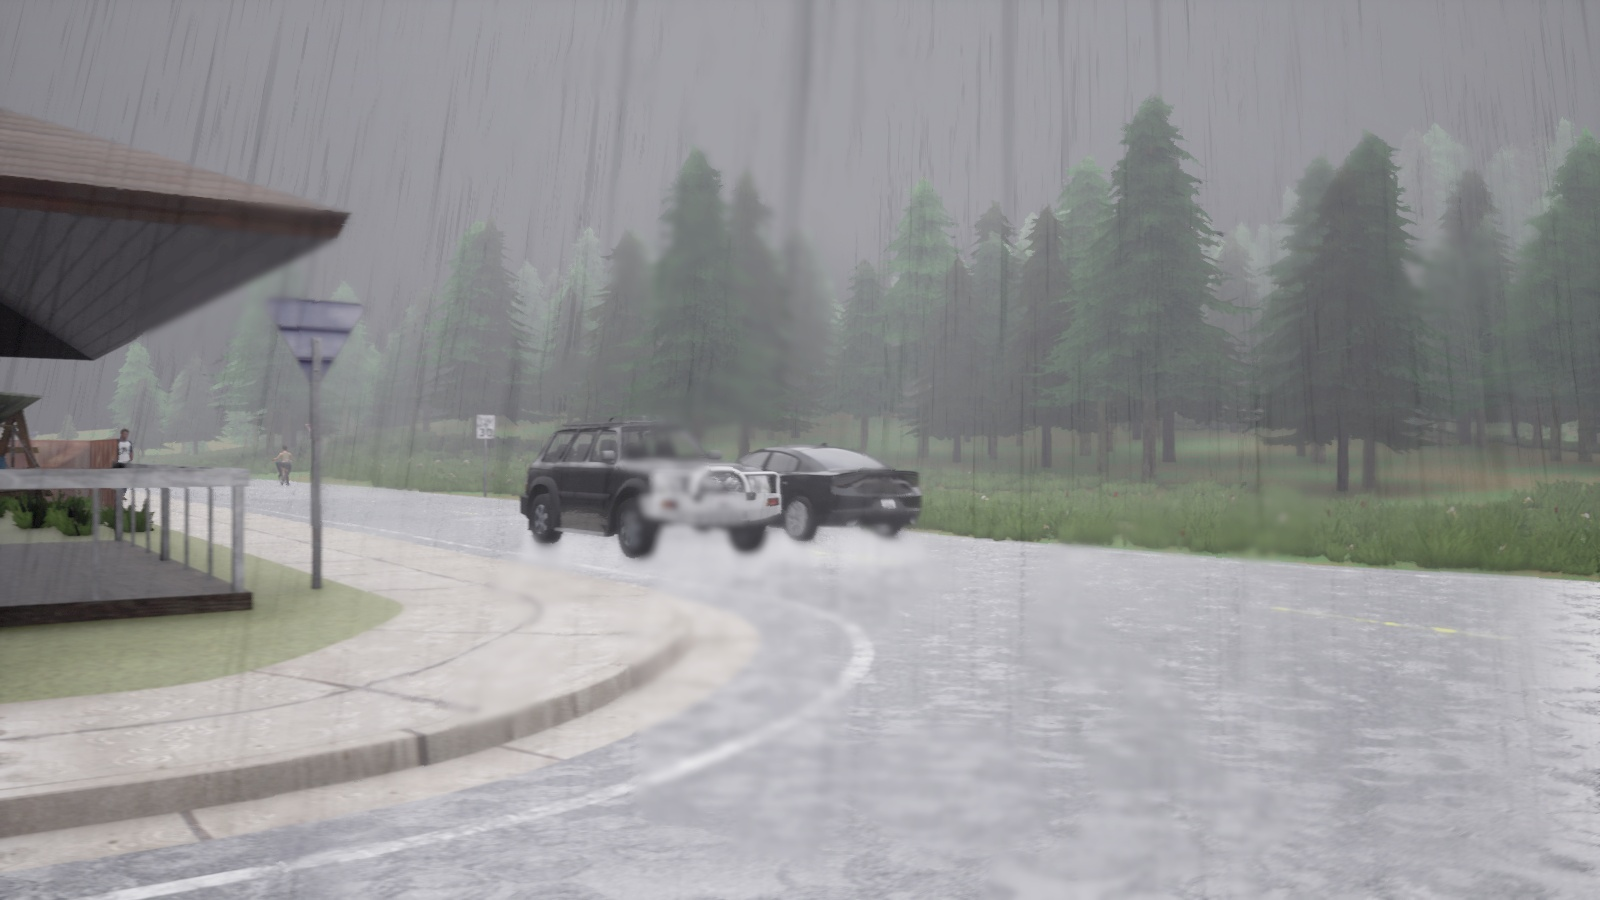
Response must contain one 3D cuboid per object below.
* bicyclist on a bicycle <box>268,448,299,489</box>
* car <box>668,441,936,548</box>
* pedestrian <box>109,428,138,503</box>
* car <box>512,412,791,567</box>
[{"bbox_3d":[-20.698,0.726,50.316,0.866,1.612,1.509,0,0,-35],"label":"bicyclist on a bicycle"},{"bbox_3d":[-0.129,0.651,20.685,1.882,1.535,5.008,0,0,-35],"label":"car"},{"bbox_3d":[-16.792,0.378,31.163,0.706,1.836,0.354,0,0,36],"label":"pedestrian"},{"bbox_3d":[-2.217,0.482,17.530,1.932,1.855,4.605,0,0,-35],"label":"car"}]
